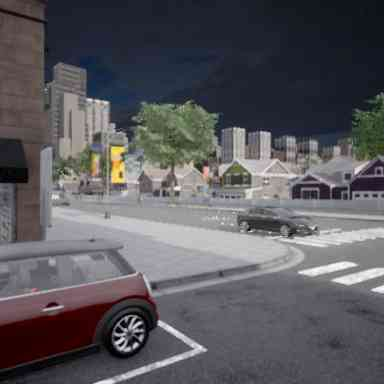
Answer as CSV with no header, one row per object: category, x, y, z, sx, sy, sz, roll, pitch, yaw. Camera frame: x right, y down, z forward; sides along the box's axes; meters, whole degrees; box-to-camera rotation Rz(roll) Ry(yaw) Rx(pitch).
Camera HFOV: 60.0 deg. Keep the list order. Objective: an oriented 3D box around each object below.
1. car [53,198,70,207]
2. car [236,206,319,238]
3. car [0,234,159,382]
car,-21.722,1.731,55.387,1.994,1.385,4.181,0,0,-35
car,4.511,1.543,18.221,1.837,1.490,4.892,0,0,-35
car,-2.575,1.440,4.353,4.097,1.590,1.967,0,0,-35
